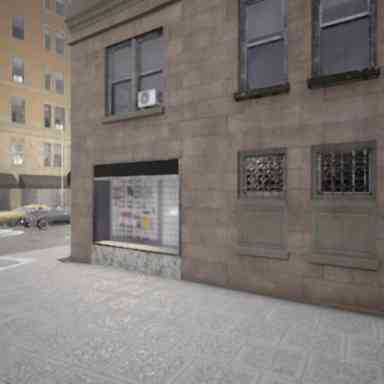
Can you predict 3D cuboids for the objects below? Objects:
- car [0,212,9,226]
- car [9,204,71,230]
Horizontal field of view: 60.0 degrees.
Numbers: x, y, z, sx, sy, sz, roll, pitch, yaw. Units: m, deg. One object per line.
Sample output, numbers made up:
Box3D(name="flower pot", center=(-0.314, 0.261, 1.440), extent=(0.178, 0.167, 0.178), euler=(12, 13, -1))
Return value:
Box3D(name="car", center=(-10.960, 1.476, 22.367), extent=(1.752, 1.417, 4.829), euler=(0, 0, 35))
Box3D(name="car", center=(-8.662, 1.519, 20.843), extent=(1.994, 1.385, 4.181), euler=(0, 0, 35))
